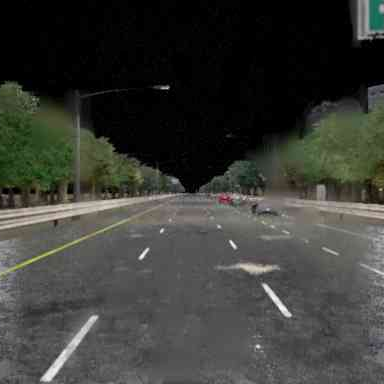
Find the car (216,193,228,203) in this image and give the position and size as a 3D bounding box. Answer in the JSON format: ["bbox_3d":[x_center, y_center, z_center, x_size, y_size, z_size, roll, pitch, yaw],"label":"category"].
[{"bbox_3d":[7.036,1.261,72.995,2.150,2.045,5.566,0,0,0],"label":"car"}]

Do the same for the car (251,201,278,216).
[{"bbox_3d":[7.011,1.575,32.637,1.994,1.385,4.181,0,0,0],"label":"car"}]

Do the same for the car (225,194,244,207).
[{"bbox_3d":[7.016,1.507,52.957,2.128,1.511,4.902,0,0,0],"label":"car"}]
